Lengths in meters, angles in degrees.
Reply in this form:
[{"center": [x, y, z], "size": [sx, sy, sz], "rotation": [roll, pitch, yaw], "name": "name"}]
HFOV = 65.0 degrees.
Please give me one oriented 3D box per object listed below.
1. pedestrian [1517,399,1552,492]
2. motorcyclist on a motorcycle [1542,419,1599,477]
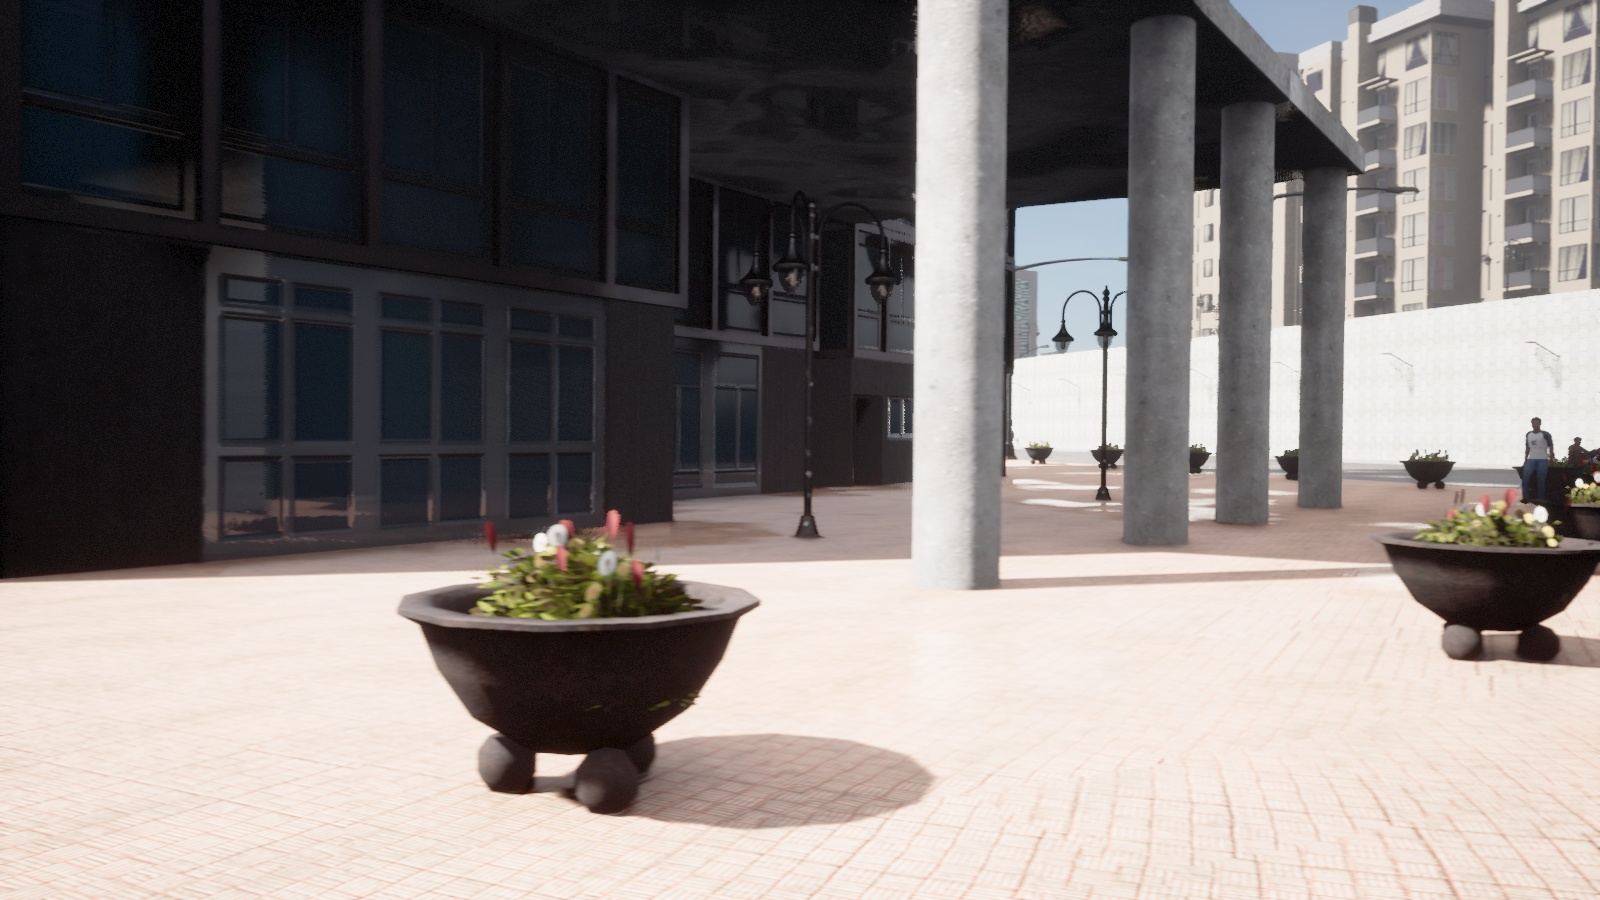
[{"center": [14.690, -0.102, 25.119], "size": [0.706, 1.836, 0.354], "rotation": [-1, 1, -35], "name": "pedestrian"}, {"center": [22.854, -0.078, 36.629], "size": [0.766, 1.649, 2.350], "rotation": [-1, 1, -9], "name": "motorcyclist on a motorcycle"}]
